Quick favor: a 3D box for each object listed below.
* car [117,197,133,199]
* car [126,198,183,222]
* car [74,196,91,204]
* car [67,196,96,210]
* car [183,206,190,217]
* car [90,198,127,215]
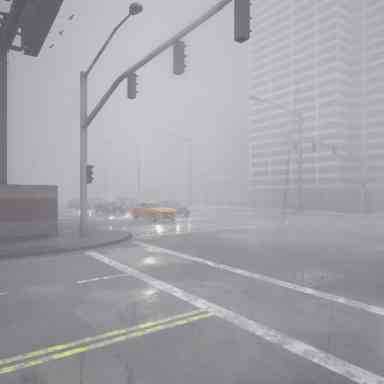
[{"bbox_3d":[-7.596,1.352,38.992,2.097,1.767,4.553,0,0,-35],"label":"car"},{"bbox_3d":[-3.105,1.478,26.550,1.882,1.535,5.008,0,0,-35],"label":"car"},{"bbox_3d":[-21.519,1.526,65.122,1.812,1.442,4.674,0,0,-35],"label":"car"},{"bbox_3d":[-14.509,1.547,42.720,2.033,1.411,5.357,0,0,-35],"label":"car"},{"bbox_3d":[-2.048,1.526,31.124,1.812,1.442,4.674,0,0,-35],"label":"car"},{"bbox_3d":[-8.488,1.601,34.177,1.895,1.301,4.718,0,0,-35],"label":"car"}]
